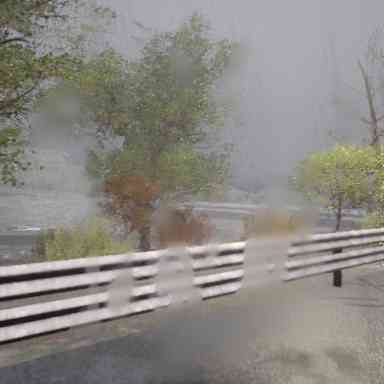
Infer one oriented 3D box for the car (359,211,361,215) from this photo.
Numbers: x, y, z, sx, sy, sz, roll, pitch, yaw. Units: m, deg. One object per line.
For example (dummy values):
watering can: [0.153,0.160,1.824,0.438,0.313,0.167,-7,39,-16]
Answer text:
car: [31.592,3.694,57.232,5.008,1.535,1.882,3,-3,22]
